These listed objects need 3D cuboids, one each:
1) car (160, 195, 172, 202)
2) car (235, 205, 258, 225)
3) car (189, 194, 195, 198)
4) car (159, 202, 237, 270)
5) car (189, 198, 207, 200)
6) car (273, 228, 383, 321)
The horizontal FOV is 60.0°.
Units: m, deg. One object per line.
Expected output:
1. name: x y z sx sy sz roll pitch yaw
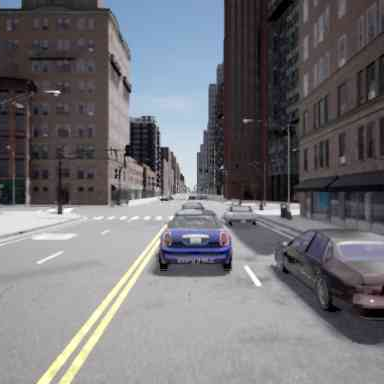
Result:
1. car: -6.496 1.623 79.226 1.895 1.301 4.718 0 0 0
2. car: 3.352 1.607 23.840 1.895 1.301 4.718 0 0 0
3. car: 0.005 1.506 95.604 1.882 1.535 5.008 0 0 0
4. car: 0.101 1.354 11.227 2.097 1.767 4.553 0 0 0
5. car: -0.003 1.485 25.358 1.882 1.535 5.008 0 0 -2
6. car: 3.354 1.549 7.599 2.033 1.411 5.357 0 0 0
